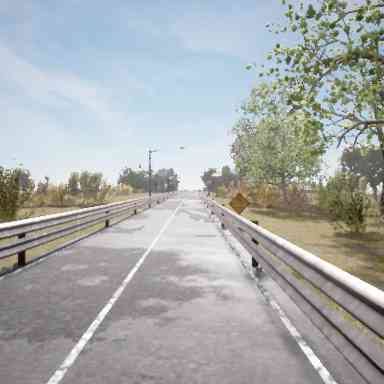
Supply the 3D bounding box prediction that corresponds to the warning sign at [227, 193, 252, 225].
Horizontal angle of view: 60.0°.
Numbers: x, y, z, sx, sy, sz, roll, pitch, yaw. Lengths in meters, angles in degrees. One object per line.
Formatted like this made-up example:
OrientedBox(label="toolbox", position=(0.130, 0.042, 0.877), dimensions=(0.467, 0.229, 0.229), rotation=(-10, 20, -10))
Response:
OrientedBox(label="warning sign", position=(2.831, 0.978, 19.911), dimensions=(1.300, 1.860, 1.060), rotation=(-1, 0, 0))
